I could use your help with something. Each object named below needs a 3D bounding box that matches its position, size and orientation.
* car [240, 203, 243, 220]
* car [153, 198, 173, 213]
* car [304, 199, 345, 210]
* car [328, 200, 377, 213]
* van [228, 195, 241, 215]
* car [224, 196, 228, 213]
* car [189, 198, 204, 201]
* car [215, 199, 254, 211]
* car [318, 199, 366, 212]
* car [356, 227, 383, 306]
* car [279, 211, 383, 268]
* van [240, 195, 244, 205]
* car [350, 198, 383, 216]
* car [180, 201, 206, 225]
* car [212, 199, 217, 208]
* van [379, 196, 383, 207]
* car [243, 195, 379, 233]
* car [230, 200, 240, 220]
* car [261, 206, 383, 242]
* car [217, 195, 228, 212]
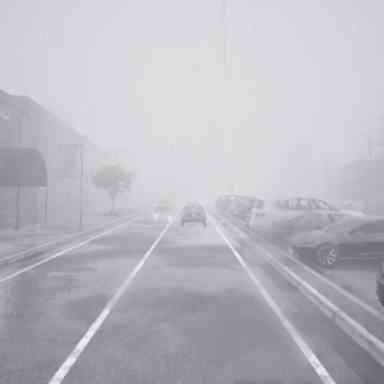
[{"bbox_3d":[5.605,1.527,19.212,5.008,1.535,2.097,0,0,0],"label":"car"},{"bbox_3d":[-3.335,1.508,39.308,2.097,1.767,4.553,0,0,0],"label":"car"},{"bbox_3d":[18.684,1.709,47.190,5.008,1.535,2.097,0,-1,0],"label":"car"},{"bbox_3d":[18.685,1.669,38.834,4.674,1.452,2.002,0,0,0],"label":"car"},{"bbox_3d":[5.487,1.338,27.623,4.442,1.987,1.878,0,0,0],"label":"van"},{"bbox_3d":[5.570,1.451,30.427,4.553,1.767,2.185,0,0,0],"label":"car"},{"bbox_3d":[0.110,1.751,42.820,1.994,1.385,4.181,0,-1,0],"label":"car"},{"bbox_3d":[5.601,1.681,44.437,4.892,1.521,2.231,0,-1,0],"label":"car"},{"bbox_3d":[18.690,1.652,41.621,5.008,1.535,2.097,0,-1,0],"label":"car"},{"bbox_3d":[5.621,1.478,5.196,5.008,1.535,2.097,0,0,0],"label":"car"},{"bbox_3d":[5.591,1.523,10.803,4.792,1.488,2.163,0,0,0],"label":"car"},{"bbox_3d":[5.724,1.314,22.017,4.442,1.987,1.878,0,0,0],"label":"van"},{"bbox_3d":[18.650,1.466,33.267,4.553,1.767,2.185,0,0,0],"label":"car"},{"bbox_3d":[0.105,1.633,24.772,2.033,1.411,5.357,0,0,0],"label":"car"},{"bbox_3d":[5.634,1.401,41.639,5.566,2.045,2.435,0,0,0],"label":"car"},{"bbox_3d":[18.798,1.351,30.487,4.442,1.987,1.878,0,0,0],"label":"van"},{"bbox_3d":[5.642,1.264,16.409,5.566,2.045,2.435,0,0,0],"label":"car"},{"bbox_3d":[5.599,1.553,24.818,4.892,1.521,2.231,0,0,0],"label":"car"},{"bbox_3d":[5.612,1.505,13.601,4.892,1.521,2.231,0,0,0],"label":"car"},{"bbox_3d":[5.630,1.341,33.228,5.566,2.045,2.435,0,0,0],"label":"car"}]
